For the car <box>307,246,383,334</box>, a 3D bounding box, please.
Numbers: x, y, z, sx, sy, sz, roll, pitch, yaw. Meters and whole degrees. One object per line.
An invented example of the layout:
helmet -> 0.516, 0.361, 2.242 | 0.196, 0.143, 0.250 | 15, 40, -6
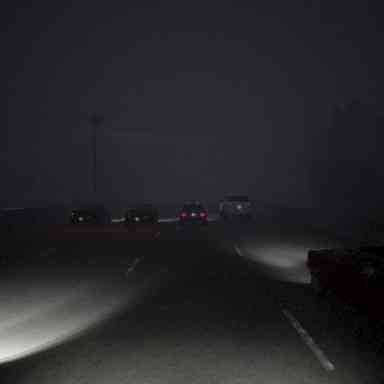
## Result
car -> 3.595, 1.572, 5.671 | 1.895, 1.301, 4.718 | 0, 0, 0

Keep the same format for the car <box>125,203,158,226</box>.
car -> -3.421, 1.496, 23.015 | 1.812, 1.442, 4.674 | 0, 0, 0

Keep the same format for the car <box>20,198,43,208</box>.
car -> -24.553, 1.691, 52.355 | 1.837, 1.490, 4.892 | 0, -1, 0

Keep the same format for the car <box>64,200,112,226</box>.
car -> -6.921, 1.496, 23.022 | 1.812, 1.442, 4.674 | 0, 0, 0

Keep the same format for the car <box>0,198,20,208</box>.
car -> -28.057, 1.656, 51.927 | 1.882, 1.535, 5.008 | 0, -1, 0

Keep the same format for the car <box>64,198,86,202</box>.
car -> -17.561, 1.652, 51.574 | 1.882, 1.535, 5.008 | 0, -1, 0

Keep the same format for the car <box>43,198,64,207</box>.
car -> -21.054, 1.706, 52.228 | 1.812, 1.442, 4.674 | 0, -1, 0

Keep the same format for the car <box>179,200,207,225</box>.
car -> 0.079, 1.520, 23.738 | 2.033, 1.411, 5.357 | 0, 0, 0

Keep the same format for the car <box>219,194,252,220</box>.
car -> 3.574, 1.211, 27.789 | 2.150, 2.045, 5.566 | 0, 0, 0
